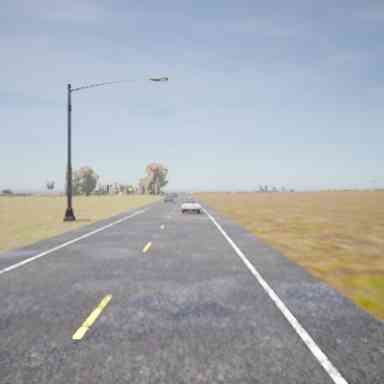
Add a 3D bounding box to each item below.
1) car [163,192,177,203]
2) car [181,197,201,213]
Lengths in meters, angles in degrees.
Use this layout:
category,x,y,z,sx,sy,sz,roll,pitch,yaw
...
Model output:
category,x,y,z,sx,sy,sz,roll,pitch,yaw
car,-4.227,1.283,61.912,1.837,1.490,4.892,0,0,-1
car,-0.126,1.462,34.377,1.895,1.301,4.718,0,0,-1
